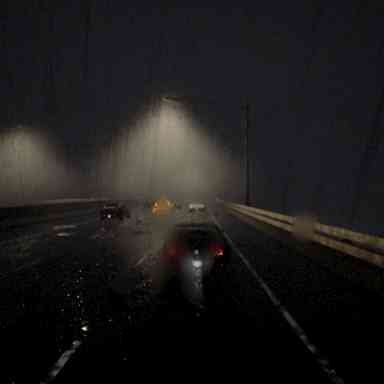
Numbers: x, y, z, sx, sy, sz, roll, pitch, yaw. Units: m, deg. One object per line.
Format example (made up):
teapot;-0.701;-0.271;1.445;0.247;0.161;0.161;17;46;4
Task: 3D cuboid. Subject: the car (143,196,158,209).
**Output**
car;-6.112;1.601;51.495;2.150;2.045;5.566;0;0;2

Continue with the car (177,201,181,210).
car;-2.643;1.972;50.464;1.895;1.301;4.718;0;0;2

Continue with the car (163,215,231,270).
car;0.145;1.677;11.277;1.895;1.301;4.718;0;0;0

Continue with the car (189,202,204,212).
car;0.663;1.915;43.525;1.895;1.301;4.718;0;0;1

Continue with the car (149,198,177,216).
car;-3.013;1.730;35.745;1.882;1.535;5.008;0;-1;1

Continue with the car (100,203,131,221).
car;-6.636;1.709;29.284;1.837;1.490;4.892;0;0;1
